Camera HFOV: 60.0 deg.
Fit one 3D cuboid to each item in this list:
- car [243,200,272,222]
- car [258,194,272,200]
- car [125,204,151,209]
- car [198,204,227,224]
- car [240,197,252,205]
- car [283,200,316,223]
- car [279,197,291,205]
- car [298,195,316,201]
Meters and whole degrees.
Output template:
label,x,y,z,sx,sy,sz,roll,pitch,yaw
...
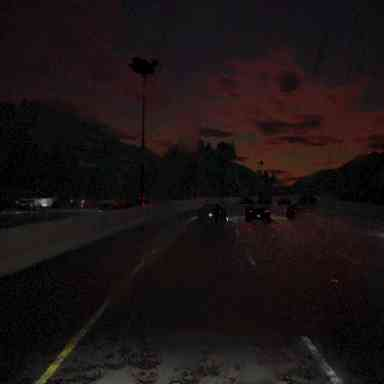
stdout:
label,x,y,z,sx,sy,sz,roll,pitch,yaw
car,5.298,1.611,27.057,1.812,1.442,4.674,0,0,9
car,14.056,1.439,63.904,2.150,2.045,5.566,0,-1,21
car,-6.539,1.488,41.155,2.033,1.411,5.357,1,0,12
car,1.602,1.600,25.545,1.994,1.385,4.181,1,0,8
car,10.627,1.679,64.197,1.837,1.490,4.892,0,-1,20
car,8.818,1.656,26.995,1.812,1.442,4.674,0,0,9
car,17.675,1.744,63.205,1.882,1.535,5.008,0,-1,20
car,16.024,1.457,46.372,2.150,2.045,5.566,0,0,16
